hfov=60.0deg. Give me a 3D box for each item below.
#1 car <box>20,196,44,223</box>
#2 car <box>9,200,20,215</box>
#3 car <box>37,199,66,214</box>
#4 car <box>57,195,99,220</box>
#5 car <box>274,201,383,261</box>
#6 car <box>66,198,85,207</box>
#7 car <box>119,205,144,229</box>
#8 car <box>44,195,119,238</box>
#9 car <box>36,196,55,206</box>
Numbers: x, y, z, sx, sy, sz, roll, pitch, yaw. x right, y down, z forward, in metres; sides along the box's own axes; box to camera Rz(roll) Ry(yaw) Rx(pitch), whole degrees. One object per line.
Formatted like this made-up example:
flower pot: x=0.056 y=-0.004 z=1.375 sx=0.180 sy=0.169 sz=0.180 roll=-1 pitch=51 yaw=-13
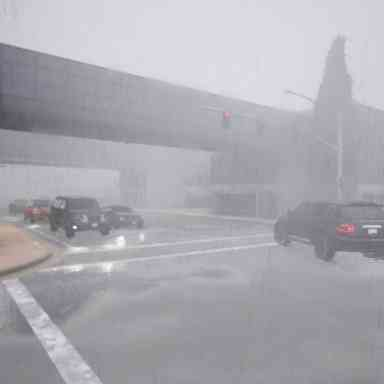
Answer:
car: x=-11.944 y=1.428 z=26.500 sx=2.097 sy=1.767 sz=4.553 roll=1 pitch=0 yaw=-35
car: x=-17.833 y=1.559 z=34.783 sx=1.882 sy=1.535 sz=5.008 roll=1 pitch=0 yaw=-36
car: x=-16.515 y=1.613 z=38.972 sx=2.128 sy=1.511 sz=4.902 roll=1 pitch=0 yaw=-35
car: x=-10.593 y=1.337 z=30.643 sx=2.150 sy=2.045 sz=5.566 roll=1 pitch=0 yaw=-35
car: x=5.234 y=1.356 z=13.116 sx=2.150 sy=2.045 sz=5.566 roll=1 pitch=-1 yaw=-10
car: x=-19.714 y=1.714 z=55.937 sx=1.837 sy=1.490 sz=4.892 roll=1 pitch=0 yaw=-34
car: x=-4.967 y=1.637 z=22.735 sx=1.812 sy=1.442 sz=4.674 roll=1 pitch=0 yaw=-35
car: x=-6.393 y=1.293 z=18.708 sx=2.150 sy=2.045 sz=5.566 roll=1 pitch=-1 yaw=-35
car: x=-25.432 y=1.523 z=57.611 sx=2.097 sy=1.767 sz=4.553 roll=1 pitch=0 yaw=-35
